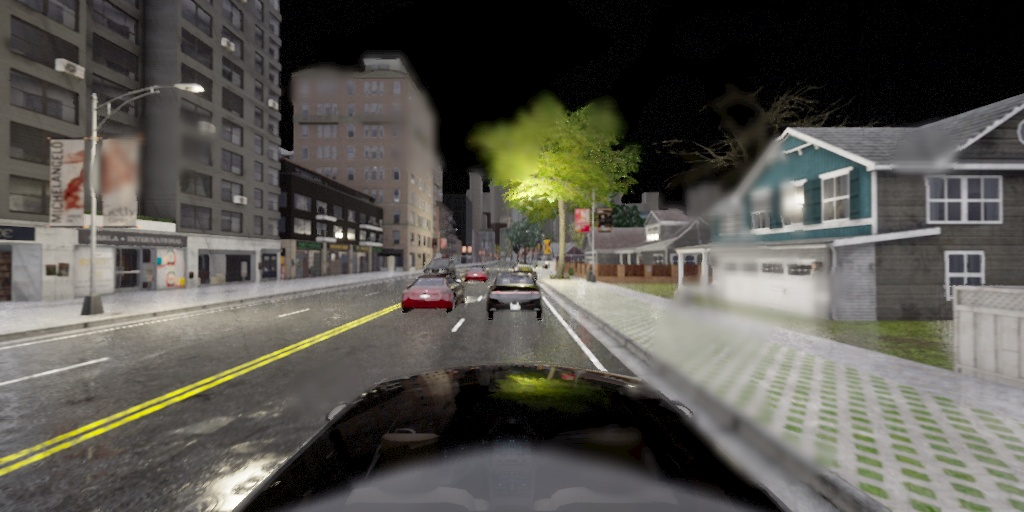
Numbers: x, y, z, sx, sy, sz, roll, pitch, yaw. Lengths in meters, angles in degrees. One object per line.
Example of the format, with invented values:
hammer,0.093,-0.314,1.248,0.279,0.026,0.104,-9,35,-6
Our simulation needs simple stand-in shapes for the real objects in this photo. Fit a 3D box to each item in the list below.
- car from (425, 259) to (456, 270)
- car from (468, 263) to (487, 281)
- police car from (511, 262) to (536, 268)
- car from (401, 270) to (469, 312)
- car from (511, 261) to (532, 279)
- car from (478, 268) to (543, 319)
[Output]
car,-6.605,1.294,33.508,2.150,2.045,5.566,0,-1,0
car,-3.156,1.628,32.942,1.994,1.385,4.181,0,-1,0
police car,0.969,1.445,28.291,1.930,1.638,5.238,0,-1,0
car,-3.152,1.452,14.999,1.994,1.385,4.181,0,-1,0
car,0.966,1.466,38.152,2.097,1.767,4.553,0,-1,0
car,0.097,1.364,13.376,2.128,1.511,4.902,0,-1,0
